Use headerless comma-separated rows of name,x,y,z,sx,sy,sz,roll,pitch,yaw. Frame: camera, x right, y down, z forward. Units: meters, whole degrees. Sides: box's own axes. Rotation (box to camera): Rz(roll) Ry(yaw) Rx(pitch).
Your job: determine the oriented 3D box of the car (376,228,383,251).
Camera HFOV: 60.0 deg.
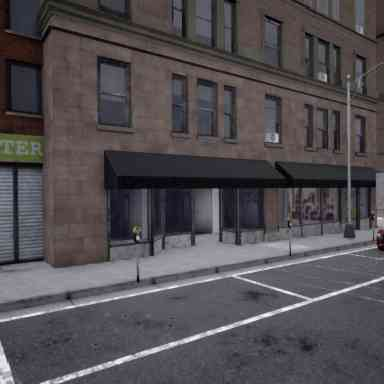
car,8.866,1.540,12.865,4.507,1.381,1.887,0,-1,-35
